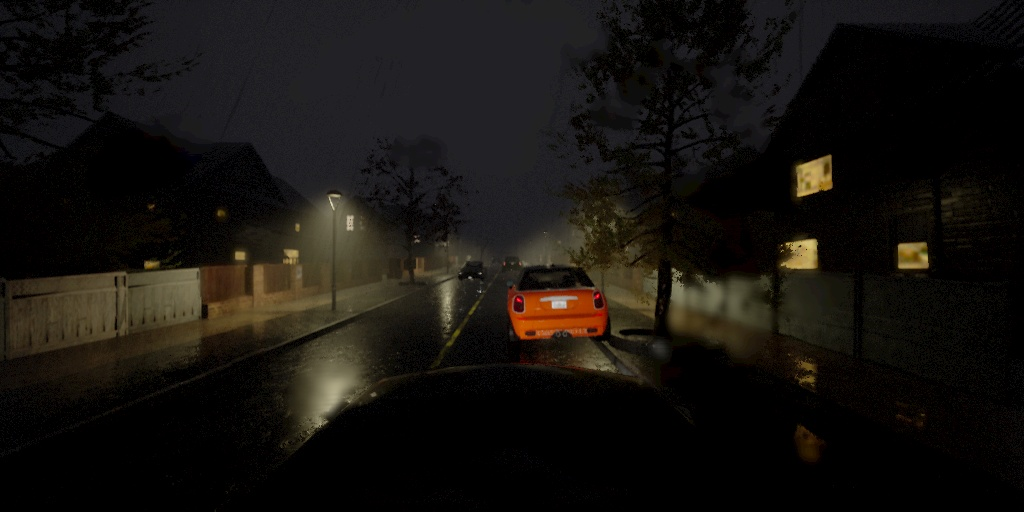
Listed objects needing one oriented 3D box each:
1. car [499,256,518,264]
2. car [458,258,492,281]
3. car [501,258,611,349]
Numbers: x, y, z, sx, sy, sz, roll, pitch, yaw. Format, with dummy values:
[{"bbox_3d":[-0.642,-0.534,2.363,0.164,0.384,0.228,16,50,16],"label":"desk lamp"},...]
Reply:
[{"bbox_3d":[0.043,0.802,37.944,2.097,1.767,4.553,0,0,0],"label":"car"},{"bbox_3d":[-2.873,1.081,27.267,2.033,1.411,5.357,0,0,0],"label":"car"},{"bbox_3d":[0.917,0.986,9.115,2.097,1.767,4.553,-3,0,0],"label":"car"}]
